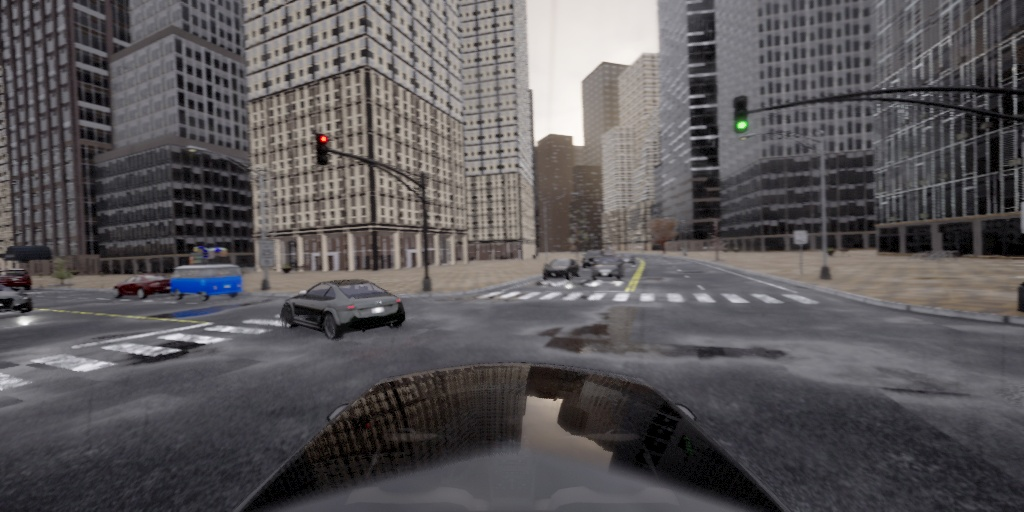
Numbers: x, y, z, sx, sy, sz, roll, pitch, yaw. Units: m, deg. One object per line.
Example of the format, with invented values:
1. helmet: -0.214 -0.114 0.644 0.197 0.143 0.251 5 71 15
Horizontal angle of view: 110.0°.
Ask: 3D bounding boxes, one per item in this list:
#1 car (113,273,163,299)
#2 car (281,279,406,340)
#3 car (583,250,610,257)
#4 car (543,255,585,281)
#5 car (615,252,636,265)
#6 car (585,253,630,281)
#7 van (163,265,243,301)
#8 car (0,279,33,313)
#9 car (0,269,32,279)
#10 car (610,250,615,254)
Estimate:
1. car: -21.359 1.710 21.076 4.507 1.381 1.888 0 0 23
2. car: -4.934 1.367 10.339 4.181 1.385 1.994 -1 1 40
3. car: 9.390 0.312 40.777 2.150 2.045 5.566 -2 0 21
4. car: 3.633 0.898 25.876 1.882 1.535 5.008 -2 1 21
5. car: 14.474 0.368 44.946 2.128 1.511 4.902 -2 0 21
6. car: 6.693 0.816 24.783 2.128 1.511 4.902 -2 0 21
7. van: -16.214 1.371 19.029 3.998 1.789 1.690 0 0 23
8. car: -22.751 1.868 15.339 4.181 1.385 1.994 -1 1 23
9. car: -41.811 2.009 29.576 5.009 1.841 2.192 0 0 23
10. car: 15.151 -0.178 56.174 2.097 1.767 4.553 -2 1 19
